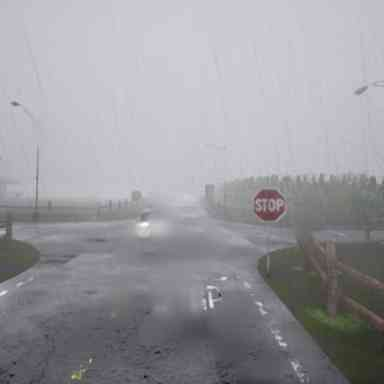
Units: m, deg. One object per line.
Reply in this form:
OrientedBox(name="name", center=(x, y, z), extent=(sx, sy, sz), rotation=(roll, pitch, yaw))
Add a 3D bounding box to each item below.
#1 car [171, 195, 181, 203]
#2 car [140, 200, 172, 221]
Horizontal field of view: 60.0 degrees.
OrientedBox(name="car", center=(-3.145, 1.407, 67.002), extent=(1.812, 1.442, 4.674), rotation=(0, 0, 0))
OrientedBox(name="car", center=(-2.906, 1.587, 26.541), extent=(1.994, 1.385, 4.181), rotation=(0, 0, 0))
